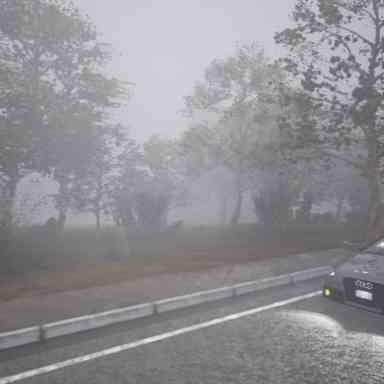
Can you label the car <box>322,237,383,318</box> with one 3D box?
[{"bbox_3d":[4.636,1.637,6.985,4.181,1.385,1.994,1,0,-35],"label":"car"}]
